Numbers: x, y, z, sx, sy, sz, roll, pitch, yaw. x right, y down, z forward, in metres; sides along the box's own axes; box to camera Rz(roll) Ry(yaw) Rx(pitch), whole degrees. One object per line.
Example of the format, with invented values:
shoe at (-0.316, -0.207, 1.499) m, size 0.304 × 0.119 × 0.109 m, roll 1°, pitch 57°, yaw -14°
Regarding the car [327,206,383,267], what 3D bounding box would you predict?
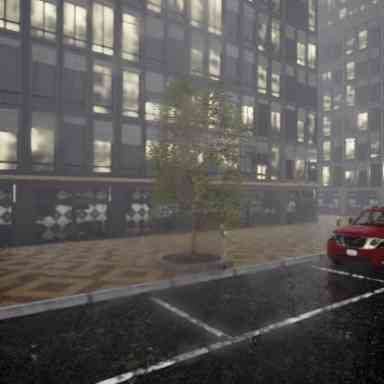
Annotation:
car at (6.500, 1.382, 10.704) m, size 5.009 × 1.841 × 2.192 m, roll 0°, pitch 0°, yaw -35°
